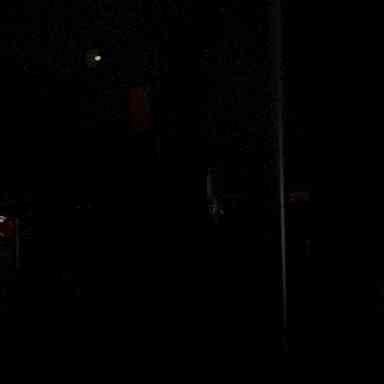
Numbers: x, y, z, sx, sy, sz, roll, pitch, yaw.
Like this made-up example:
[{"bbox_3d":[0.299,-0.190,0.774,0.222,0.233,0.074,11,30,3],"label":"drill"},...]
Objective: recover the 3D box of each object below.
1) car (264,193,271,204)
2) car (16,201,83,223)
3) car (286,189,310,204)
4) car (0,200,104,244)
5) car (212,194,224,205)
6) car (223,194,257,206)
[{"bbox_3d":[11.156,0.867,44.435,1.812,1.442,4.674,-2,0,36],"label":"car"},{"bbox_3d":[-10.717,1.459,25.293,1.994,1.385,4.181,-2,0,36],"label":"car"},{"bbox_3d":[13.699,0.752,42.412,1.882,1.535,5.008,-2,0,36],"label":"car"},{"bbox_3d":[-6.116,1.106,14.636,2.097,1.767,4.553,-2,0,36],"label":"car"},{"bbox_3d":[4.644,1.024,46.696,1.837,1.490,4.892,-2,-1,36],"label":"car"},{"bbox_3d":[6.704,1.011,43.997,2.033,1.411,5.357,-2,0,36],"label":"car"}]
